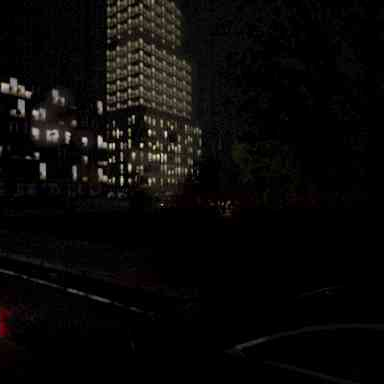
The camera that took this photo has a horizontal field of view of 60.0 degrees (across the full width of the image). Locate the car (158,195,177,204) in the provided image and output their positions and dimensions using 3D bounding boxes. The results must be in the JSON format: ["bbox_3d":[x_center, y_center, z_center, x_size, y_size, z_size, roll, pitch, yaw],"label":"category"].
[{"bbox_3d":[-3.340,1.272,59.271,2.097,1.767,4.553,-1,0,38],"label":"car"}]

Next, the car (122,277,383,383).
[{"bbox_3d":[1.546,1.491,2.585,4.902,1.511,2.128,0,0,35],"label":"car"}]

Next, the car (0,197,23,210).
[{"bbox_3d":[-21.220,1.414,41.017,2.128,1.511,4.902,-1,0,37],"label":"car"}]

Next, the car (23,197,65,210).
[{"bbox_3d":[-17.651,1.456,40.353,1.994,1.385,4.181,-1,0,37],"label":"car"}]

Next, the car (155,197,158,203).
[{"bbox_3d":[-7.394,1.428,59.321,1.882,1.535,5.008,-1,-1,37],"label":"car"}]
